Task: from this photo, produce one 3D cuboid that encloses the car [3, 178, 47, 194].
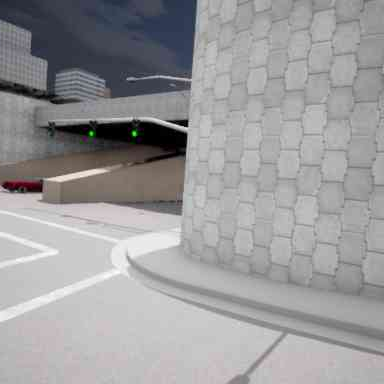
[{"bbox_3d":[-13.616,-0.578,28.784,1.895,1.301,4.718,6,4,34],"label":"car"}]
